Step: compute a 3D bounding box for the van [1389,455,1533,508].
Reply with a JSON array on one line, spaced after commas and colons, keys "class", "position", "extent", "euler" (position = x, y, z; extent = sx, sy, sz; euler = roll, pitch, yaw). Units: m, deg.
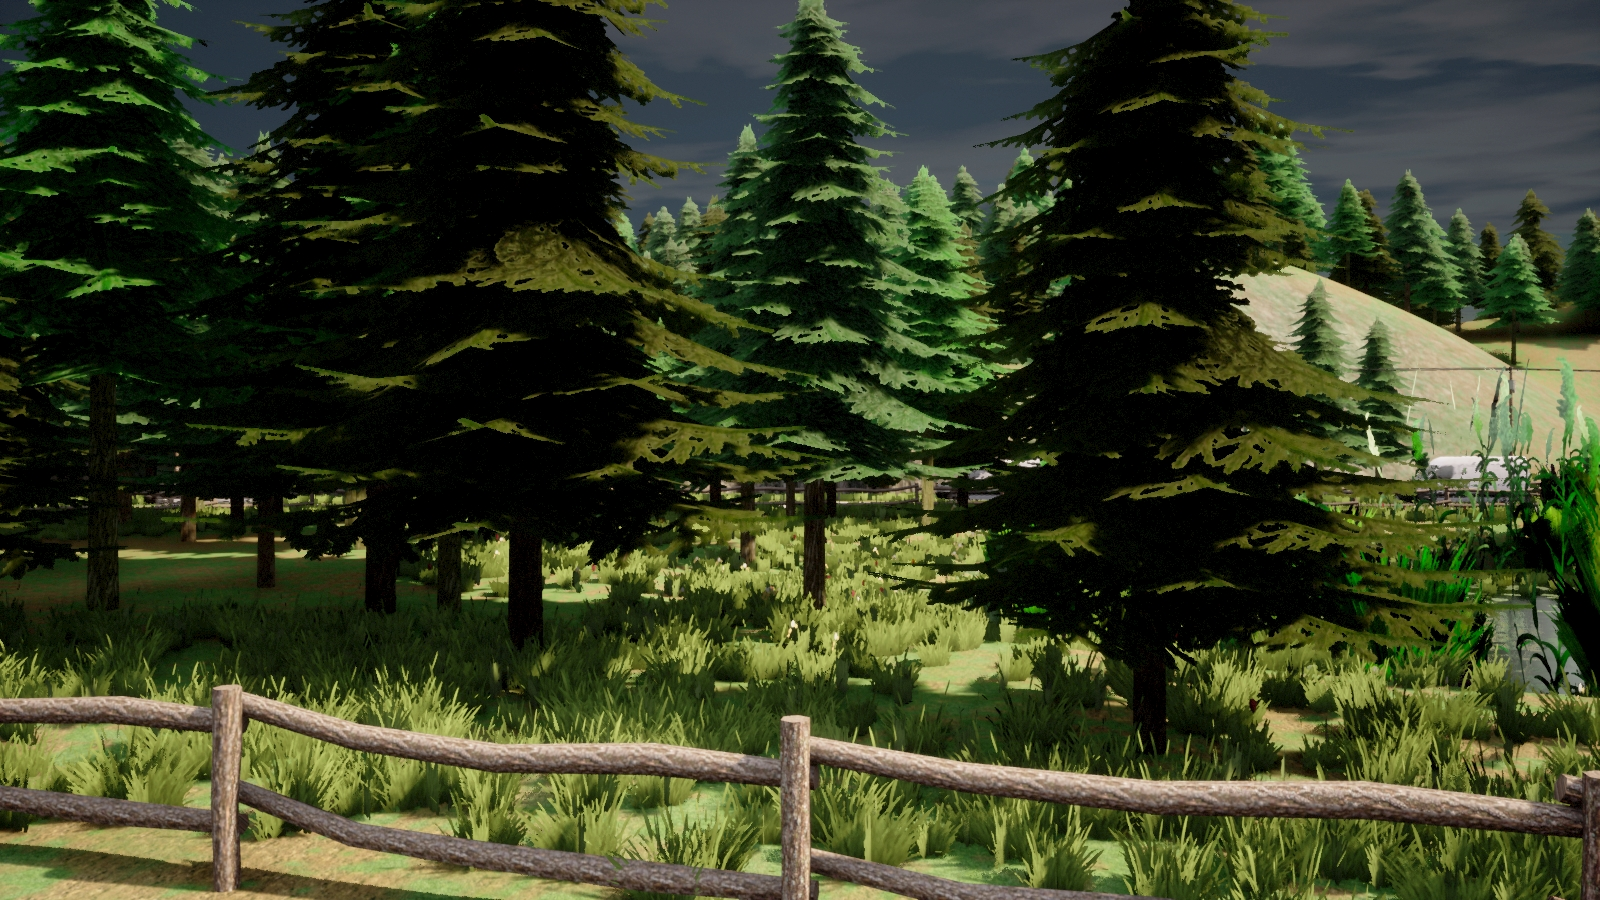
[{"class": "van", "position": [33.003, 1.535, 57.165], "extent": [5.915, 2.561, 1.988], "euler": [0, 0, 7]}]

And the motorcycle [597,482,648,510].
[{"class": "motorcycle", "position": [-8.399, 2.178, 54.099], "extent": [2.209, 1.251, 0.867], "euler": [0, 0, 14]}]
